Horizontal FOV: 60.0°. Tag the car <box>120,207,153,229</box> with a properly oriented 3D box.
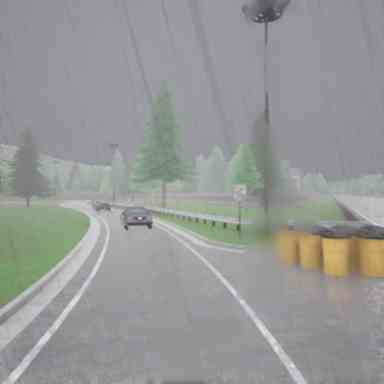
[{"bbox_3d":[-3.959,1.741,23.303,2.033,1.411,5.357,0,0,-16],"label":"car"}]

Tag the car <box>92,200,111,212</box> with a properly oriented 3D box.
[{"bbox_3d":[-12.320,1.904,45.183,1.837,1.490,4.892,0,-1,-25],"label":"car"}]
